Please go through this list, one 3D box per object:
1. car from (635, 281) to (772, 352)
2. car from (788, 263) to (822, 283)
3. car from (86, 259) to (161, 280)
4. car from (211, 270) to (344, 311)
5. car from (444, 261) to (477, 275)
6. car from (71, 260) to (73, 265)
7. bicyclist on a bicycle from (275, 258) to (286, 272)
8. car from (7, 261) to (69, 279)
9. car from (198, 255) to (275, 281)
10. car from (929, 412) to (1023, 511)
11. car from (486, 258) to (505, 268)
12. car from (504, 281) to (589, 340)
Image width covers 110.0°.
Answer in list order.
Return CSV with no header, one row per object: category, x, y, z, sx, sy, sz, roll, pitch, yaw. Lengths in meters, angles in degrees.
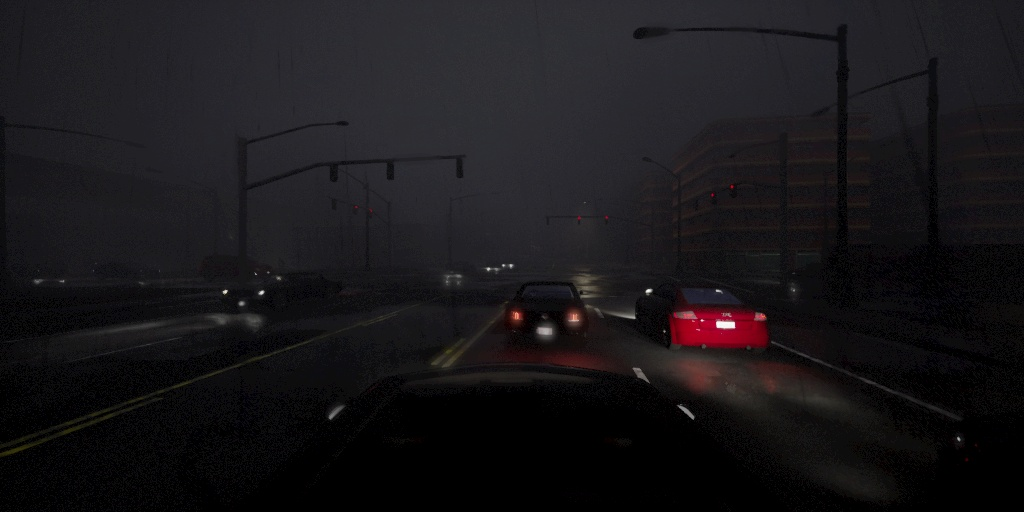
car,4.435,1.314,8.990,1.994,1.385,4.181,0,0,7
car,23.398,1.276,27.514,4.674,1.442,1.812,0,0,6
car,-32.679,1.228,30.502,5.008,1.535,1.882,0,0,7
car,-9.106,1.351,14.673,1.895,1.301,4.718,0,0,8
car,-5.392,1.245,38.531,2.033,1.411,5.357,0,0,14
car,-50.425,1.239,39.457,4.902,1.511,2.128,0,0,37
bicyclist on a bicycle,-26.263,1.053,40.776,0.582,1.620,1.656,0,0,7
car,-42.612,1.351,31.988,4.718,1.301,1.895,0,0,13
car,-22.403,0.971,29.250,5.566,2.045,2.150,0,0,7
car,3.641,1.241,0.280,2.128,1.511,4.902,0,0,1
car,-2.741,1.079,55.606,1.994,1.385,4.181,0,1,8
car,1.035,1.351,10.003,1.895,1.301,4.718,0,0,8
